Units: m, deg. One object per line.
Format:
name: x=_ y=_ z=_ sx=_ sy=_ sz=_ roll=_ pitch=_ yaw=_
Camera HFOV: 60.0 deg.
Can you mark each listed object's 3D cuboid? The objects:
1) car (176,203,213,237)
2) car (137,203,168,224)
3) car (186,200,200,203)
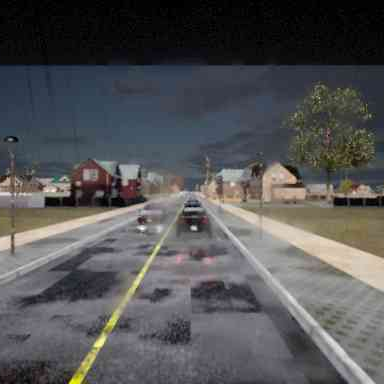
car: x=0.103 y=1.521 z=17.780 sx=1.812 sy=1.442 sz=4.674 roll=0 pitch=0 yaw=0
car: x=-2.851 y=1.539 z=25.025 sx=2.033 sy=1.411 sz=5.357 roll=0 pitch=0 yaw=0
car: x=0.093 y=1.531 z=35.397 sx=2.033 sy=1.411 sz=5.357 roll=0 pitch=0 yaw=0
